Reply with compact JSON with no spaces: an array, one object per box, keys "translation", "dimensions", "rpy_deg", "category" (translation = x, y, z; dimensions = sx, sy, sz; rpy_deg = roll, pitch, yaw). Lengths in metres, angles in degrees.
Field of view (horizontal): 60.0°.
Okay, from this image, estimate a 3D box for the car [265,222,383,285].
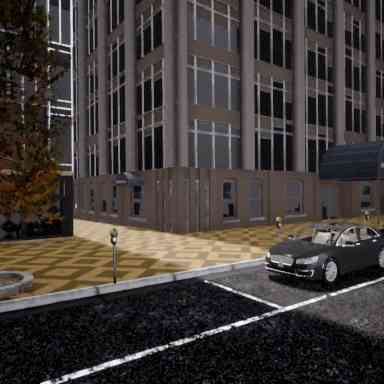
[{"translation":[3.936,1.549,9.372],"dimensions":[4.403,1.369,2.008],"rpy_deg":[0,-1,-35],"category":"car"}]
